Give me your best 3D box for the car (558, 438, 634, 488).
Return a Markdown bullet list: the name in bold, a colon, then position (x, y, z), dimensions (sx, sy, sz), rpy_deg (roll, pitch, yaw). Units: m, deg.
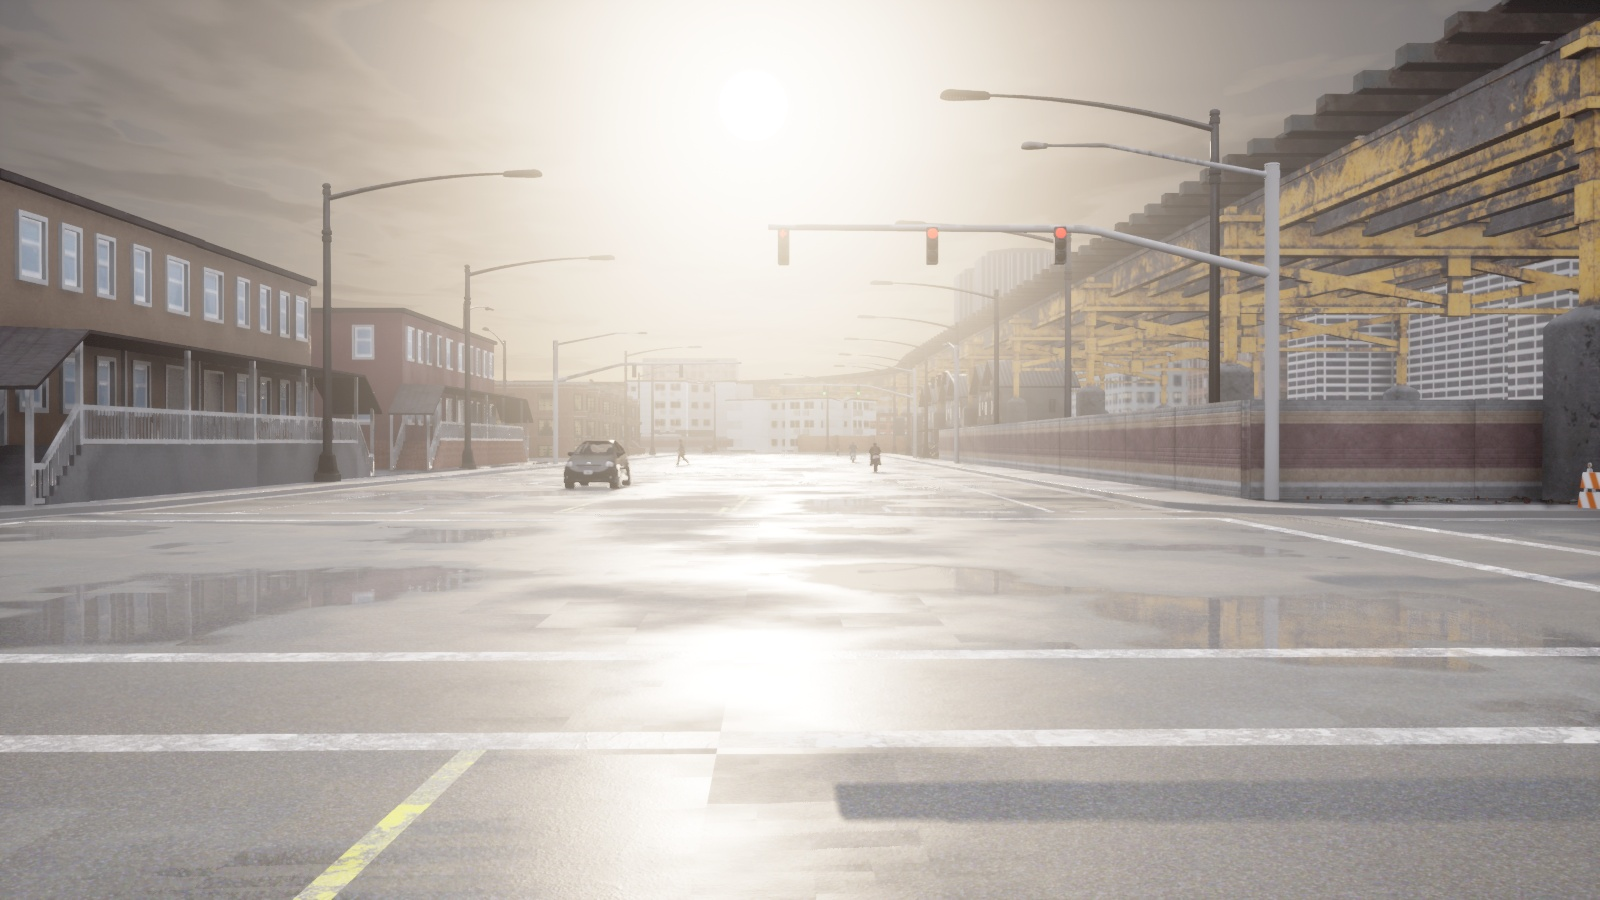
- **car**: position (-6.745, 0.403, 41.928), dimensions (1.851, 1.617, 3.988), rpy_deg (0, 0, 0)
